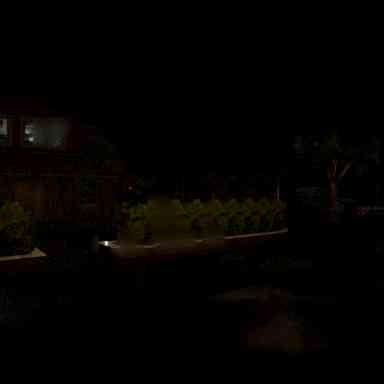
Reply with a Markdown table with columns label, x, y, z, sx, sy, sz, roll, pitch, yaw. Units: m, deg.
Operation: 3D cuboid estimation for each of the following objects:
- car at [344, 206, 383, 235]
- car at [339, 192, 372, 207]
| label | x | y | z | sx | sy | sz | roll | pitch | yaw |
| --- | --- | --- | --- | --- | --- | --- | --- | --- | --- |
| car | 10.161 | 1.601 | 16.545 | 1.895 | 1.301 | 4.718 | 0 | 0 | -18 |
| car | 17.447 | 0.985 | 36.215 | 3.866 | 1.878 | 1.905 | 0 | 0 | 0 |
